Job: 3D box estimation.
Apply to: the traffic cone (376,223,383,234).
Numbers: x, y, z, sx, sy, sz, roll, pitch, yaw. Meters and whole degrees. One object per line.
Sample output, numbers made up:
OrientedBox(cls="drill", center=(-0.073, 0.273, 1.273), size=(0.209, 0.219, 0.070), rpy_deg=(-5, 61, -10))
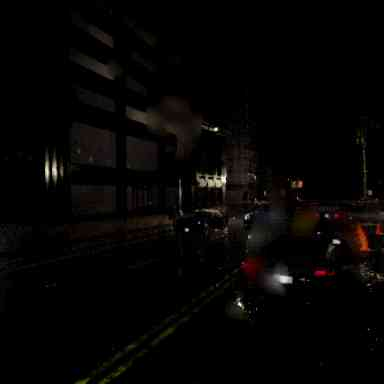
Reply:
OrientedBox(cls="traffic cone", center=(10.210, 1.981, 18.146), size=(0.340, 0.580, 0.340), rpy_deg=(-1, 0, 25))

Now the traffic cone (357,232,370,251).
OrientedBox(cls="traffic cone", center=(6.806, 1.980, 13.105), size=(0.340, 0.580, 0.340), rpy_deg=(-1, 0, 25))

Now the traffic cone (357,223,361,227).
OrientedBox(cls="traffic cone", center=(8.469, 1.989, 16.743), size=(0.340, 0.580, 0.340), rpy_deg=(-1, 0, 25))

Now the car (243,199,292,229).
OrientedBox(cls="car", center=(4.803, 1.462, 21.295), size=(2.097, 1.767, 4.553), rpy_deg=(-1, 0, 25))

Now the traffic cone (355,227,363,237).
OrientedBox(cls="traffic cone", center=(7.637, 1.985, 14.924), size=(0.340, 0.580, 0.340), rpy_deg=(-1, 0, 25))

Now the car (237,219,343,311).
OrientedBox(cls="car", center=(2.529, 1.597, 8.020), size=(1.994, 1.385, 4.181), rpy_deg=(-1, 0, 25))

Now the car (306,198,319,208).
OrientedBox(cls="car", center=(19.320, 1.732, 52.947), size=(1.812, 1.442, 4.674), rpy_deg=(-1, 0, 25))

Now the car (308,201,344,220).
OrientedBox(cls="car", center=(9.897, 1.623, 24.135), size=(2.033, 1.411, 5.357), rpy_deg=(-1, 0, 25))

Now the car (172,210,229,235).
OrientedBox(cls="car", center=(0.619, 1.746, 19.956), size=(1.895, 1.301, 4.718), rpy_deg=(-1, 0, 25))

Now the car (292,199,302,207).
OrientedBox(cls="car", center=(17.816, 1.824, 57.428), size=(1.994, 1.385, 4.181), rpy_deg=(-1, -1, 25))
